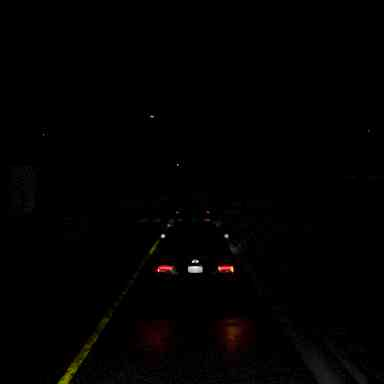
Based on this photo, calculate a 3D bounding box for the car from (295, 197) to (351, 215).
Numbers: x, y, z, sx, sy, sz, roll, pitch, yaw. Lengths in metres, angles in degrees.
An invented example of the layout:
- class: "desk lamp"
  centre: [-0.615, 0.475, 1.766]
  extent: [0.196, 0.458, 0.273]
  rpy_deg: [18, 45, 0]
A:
- class: "car"
  centre: [11.602, 1.418, 30.277]
  extent: [4.313, 1.339, 1.947]
  rpy_deg: [-1, 1, 0]

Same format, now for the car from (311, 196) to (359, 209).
- class: "car"
  centre: [16.629, 1.232, 38.805]
  extent: [4.829, 1.417, 1.752]
  rpy_deg: [-1, 1, 0]

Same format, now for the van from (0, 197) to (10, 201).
- class: "van"
  centre: [-21.064, 1.456, 38.775]
  extent: [3.998, 1.788, 1.690]
  rpy_deg: [-1, 1, 0]

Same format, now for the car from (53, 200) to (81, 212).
- class: "car"
  centre: [-15.552, 1.584, 38.783]
  extent: [4.829, 1.417, 1.752]
  rpy_deg: [-1, 1, 0]

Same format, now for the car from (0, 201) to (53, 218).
- class: "car"
  centre: [-15.366, 1.727, 30.259]
  extent: [4.206, 1.307, 1.802]
  rpy_deg: [-1, 1, 0]

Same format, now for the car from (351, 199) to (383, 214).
- class: "car"
  centre: [16.981, 1.341, 30.281]
  extent: [4.403, 1.369, 2.008]
  rpy_deg: [-1, 1, 0]

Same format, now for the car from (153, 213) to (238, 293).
- class: "car"
  centre: [0.074, 1.542, 8.958]
  extent: [2.033, 1.411, 5.357]
  rpy_deg: [0, 0, 0]

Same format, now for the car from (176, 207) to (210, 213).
- class: "car"
  centre: [0.049, 1.548, 18.583]
  extent: [1.994, 1.385, 4.181]
  rpy_deg: [0, 0, 0]
